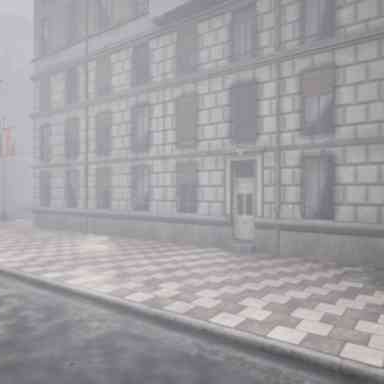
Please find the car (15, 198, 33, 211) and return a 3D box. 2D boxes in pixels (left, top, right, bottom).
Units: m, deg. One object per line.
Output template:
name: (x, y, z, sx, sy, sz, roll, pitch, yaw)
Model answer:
car: (-17.429, 1.321, 38.507, 2.097, 1.767, 4.553, 0, 0, 37)
